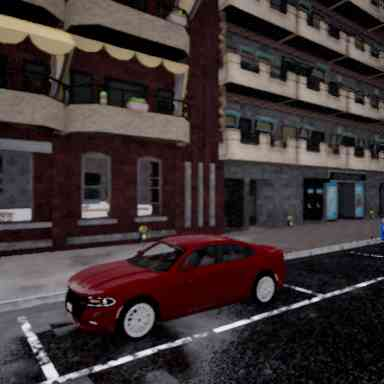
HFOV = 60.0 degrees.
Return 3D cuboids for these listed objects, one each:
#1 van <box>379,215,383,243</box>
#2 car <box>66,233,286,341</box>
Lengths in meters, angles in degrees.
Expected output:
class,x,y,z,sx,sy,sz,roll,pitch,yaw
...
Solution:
class,x,y,z,sx,sy,sz,roll,pitch,yaw
van,8.914,1.323,12.912,3.998,1.788,1.690,0,0,-35
car,-0.079,1.540,6.500,4.507,1.381,1.887,0,0,-35
